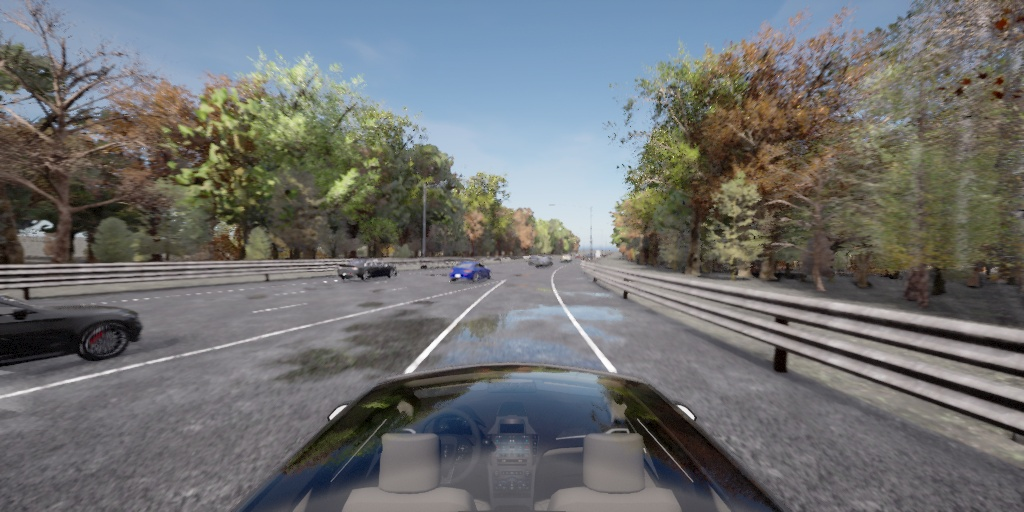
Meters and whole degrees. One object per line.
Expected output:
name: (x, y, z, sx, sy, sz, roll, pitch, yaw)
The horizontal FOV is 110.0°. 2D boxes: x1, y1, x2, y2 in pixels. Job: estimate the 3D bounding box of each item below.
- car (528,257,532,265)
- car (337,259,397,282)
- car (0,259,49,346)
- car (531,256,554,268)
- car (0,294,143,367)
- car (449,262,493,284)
car: (4.165, 0.838, 63.063, 2.128, 1.511, 4.902, 1, 1, 16)
car: (-10.171, 0.985, 25.545, 2.128, 1.511, 4.902, 1, 0, 16)
car: (-12.054, 0.975, 6.174, 2.097, 1.767, 4.553, 1, 0, 16)
car: (4.786, 0.998, 52.478, 2.033, 1.411, 5.357, 1, 1, 16)
car: (-8.671, 1.188, 5.288, 1.812, 1.442, 4.674, 1, 0, 16)
car: (-2.895, 1.113, 25.552, 1.812, 1.442, 4.674, 1, 0, 16)
